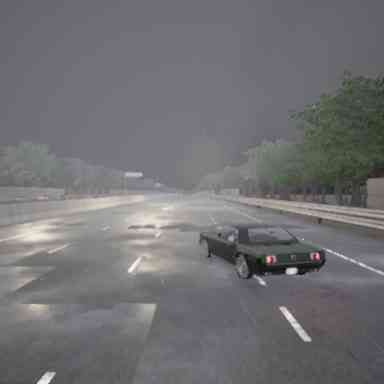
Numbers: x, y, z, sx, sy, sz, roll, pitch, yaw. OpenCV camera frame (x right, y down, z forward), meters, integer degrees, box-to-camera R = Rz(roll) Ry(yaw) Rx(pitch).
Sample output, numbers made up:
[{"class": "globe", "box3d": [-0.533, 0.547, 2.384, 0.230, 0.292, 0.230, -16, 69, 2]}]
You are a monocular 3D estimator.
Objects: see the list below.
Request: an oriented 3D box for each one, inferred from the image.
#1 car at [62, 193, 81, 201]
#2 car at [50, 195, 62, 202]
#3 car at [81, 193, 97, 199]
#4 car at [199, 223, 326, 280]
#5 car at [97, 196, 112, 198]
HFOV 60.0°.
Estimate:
[{"class": "car", "box3d": [-24.846, 1.209, 70.528, 2.150, 2.045, 5.566, 0, 0, 0]}, {"class": "car", "box3d": [-28.347, 1.339, 70.563, 2.097, 1.767, 4.553, 0, 0, 0]}, {"class": "car", "box3d": [-21.347, 1.462, 70.583, 1.882, 1.535, 5.008, 0, 0, 0]}, {"class": "car", "box3d": [1.730, 1.597, 10.054, 1.895, 1.301, 4.718, 0, 0, -17]}, {"class": "car", "box3d": [-17.847, 1.510, 70.608, 2.128, 1.511, 4.902, 0, 0, 0]}]
